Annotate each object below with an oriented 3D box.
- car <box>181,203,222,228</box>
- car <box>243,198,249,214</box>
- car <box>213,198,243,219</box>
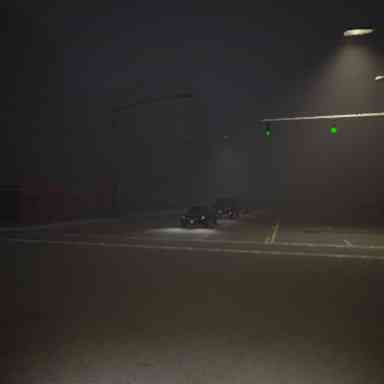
[{"bbox_3d":[0.639,1.758,24.598,1.812,1.442,4.674,0,-1,16],"label":"car"},{"bbox_3d":[6.413,1.823,44.790,2.150,2.045,5.566,0,-1,16],"label":"car"},{"bbox_3d":[3.526,1.624,34.658,2.150,2.045,5.566,0,-1,17],"label":"car"}]
